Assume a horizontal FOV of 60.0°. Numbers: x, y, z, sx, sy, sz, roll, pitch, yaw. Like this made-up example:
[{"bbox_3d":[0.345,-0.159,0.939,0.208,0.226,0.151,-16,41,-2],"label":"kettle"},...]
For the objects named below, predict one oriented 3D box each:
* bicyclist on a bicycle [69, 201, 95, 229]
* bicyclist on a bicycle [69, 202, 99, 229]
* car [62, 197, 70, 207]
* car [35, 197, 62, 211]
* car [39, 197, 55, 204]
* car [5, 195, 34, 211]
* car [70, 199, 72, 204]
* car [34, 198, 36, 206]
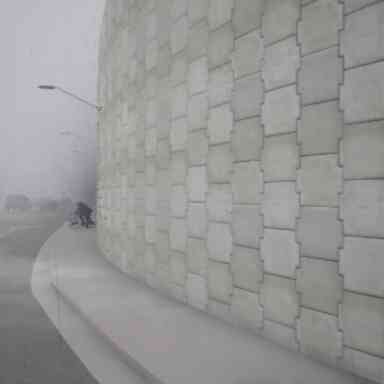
[{"bbox_3d":[-6.618,1.410,19.776,1.656,1.620,0.582,-1,-2,14],"label":"bicyclist on a bicycle"},{"bbox_3d":[-6.626,1.401,20.385,1.656,1.620,0.582,1,-2,-44],"label":"bicyclist on a bicycle"},{"bbox_3d":[-22.870,1.835,57.648,1.994,1.385,4.181,0,0,-15],"label":"car"},{"bbox_3d":[-19.315,1.752,44.981,2.033,1.411,5.357,0,0,-16],"label":"car"},{"bbox_3d":[-28.874,1.670,66.388,2.033,1.411,5.357,0,0,-15],"label":"car"},{"bbox_3d":[-22.409,1.396,42.978,2.150,2.045,5.566,0,0,-16],"label":"car"},{"bbox_3d":[-25.497,1.695,67.307,2.033,1.411,5.357,0,0,-15],"label":"car"},{"bbox_3d":[-26.146,1.791,56.359,2.033,1.411,5.357,0,0,-15],"label":"car"}]
